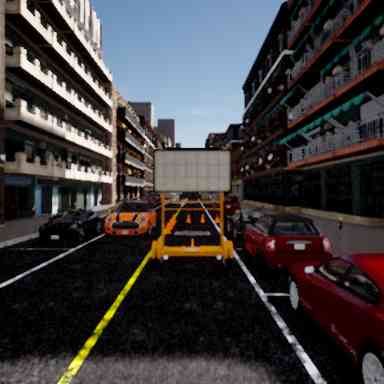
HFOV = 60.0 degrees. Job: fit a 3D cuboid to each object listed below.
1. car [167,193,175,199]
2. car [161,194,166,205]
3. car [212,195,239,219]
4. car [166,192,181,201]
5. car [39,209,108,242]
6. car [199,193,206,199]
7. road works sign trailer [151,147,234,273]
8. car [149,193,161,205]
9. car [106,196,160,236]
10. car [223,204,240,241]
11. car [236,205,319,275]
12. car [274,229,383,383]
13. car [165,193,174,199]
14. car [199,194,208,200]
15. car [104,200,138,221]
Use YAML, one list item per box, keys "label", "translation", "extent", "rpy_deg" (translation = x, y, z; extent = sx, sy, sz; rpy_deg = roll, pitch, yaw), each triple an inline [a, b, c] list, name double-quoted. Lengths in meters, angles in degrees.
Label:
- label: "car"
  translation: [-5.564, 1.077, 89.224]
  extent: [1.887, 1.381, 4.507]
  rpy_deg: [0, 0, 0]
- label: "car"
  translation: [-5.619, 1.060, 49.768]
  extent: [2.192, 1.841, 5.009]
  rpy_deg: [0, 0, 0]
- label: "car"
  translation: [2.730, 1.178, 27.207]
  extent: [2.192, 1.841, 5.009]
  rpy_deg: [0, 0, 0]
- label: "car"
  translation: [-2.980, 1.191, 58.340]
  extent: [2.128, 1.511, 4.902]
  rpy_deg: [0, 0, 0]
- label: "car"
  translation: [-5.668, 1.487, 15.950]
  extent: [1.947, 1.339, 4.313]
  rpy_deg: [0, 0, 0]
- label: "car"
  translation: [2.816, 1.076, 89.207]
  extent: [1.887, 1.381, 4.507]
  rpy_deg: [0, 0, 0]
- label: "road works sign trailer"
  translation: [0.013, 0.412, 10.430]
  extent: [2.380, 3.560, 2.880]
  rpy_deg: [0, 0, 0]
- label: "car"
  translation: [-5.628, 1.215, 44.133]
  extent: [1.967, 1.590, 4.097]
  rpy_deg: [0, 0, 0]
- label: "car"
  translation: [-3.076, 1.264, 17.524]
  extent: [2.097, 1.767, 4.553]
  rpy_deg: [0, 0, 0]
- label: "car"
  translation: [2.713, 1.471, 15.935]
  extent: [2.008, 1.369, 4.403]
  rpy_deg: [0, 0, 0]
- label: "car"
  translation: [2.705, 1.389, 10.299]
  extent: [1.967, 1.590, 4.097]
  rpy_deg: [0, 0, 0]
- label: "car"
  translation: [2.697, 1.521, 4.663]
  extent: [1.887, 1.381, 4.507]
  rpy_deg: [0, 0, 0]
- label: "car"
  translation: [-5.572, 1.003, 83.586]
  extent: [1.967, 1.590, 4.097]
  rpy_deg: [0, 0, 0]
- label: "car"
  translation: [2.801, 1.118, 78.105]
  extent: [1.752, 1.417, 4.829]
  rpy_deg: [0, 0, 0]
- label: "car"
  translation: [-5.652, 1.389, 27.053]
  extent: [1.752, 1.417, 4.829]
  rpy_deg: [0, 0, 0]
